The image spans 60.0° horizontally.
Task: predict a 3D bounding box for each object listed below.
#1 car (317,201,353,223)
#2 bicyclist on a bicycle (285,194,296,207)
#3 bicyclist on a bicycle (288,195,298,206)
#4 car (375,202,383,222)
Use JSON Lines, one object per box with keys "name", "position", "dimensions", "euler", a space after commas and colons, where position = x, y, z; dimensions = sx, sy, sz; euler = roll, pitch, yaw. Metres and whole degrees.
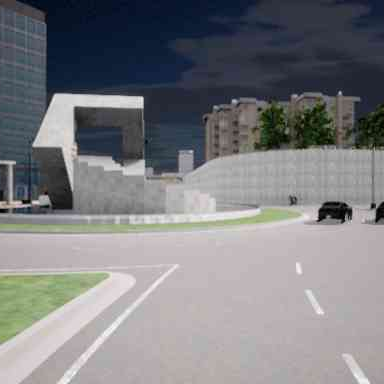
{"name": "car", "position": [10.751, 1.441, 24.904], "dimensions": [1.837, 1.490, 4.892], "euler": [0, 0, 34]}
{"name": "bicyclist on a bicycle", "position": [15.031, 1.259, 50.510], "dimensions": [1.656, 1.620, 0.582], "euler": [-12, 7, -37]}
{"name": "bicyclist on a bicycle", "position": [15.428, 1.297, 50.029], "dimensions": [1.656, 1.620, 0.582], "euler": [-6, 13, -35]}
{"name": "car", "position": [15.075, 1.441, 24.957], "dimensions": [1.837, 1.490, 4.892], "euler": [0, 0, 37]}
